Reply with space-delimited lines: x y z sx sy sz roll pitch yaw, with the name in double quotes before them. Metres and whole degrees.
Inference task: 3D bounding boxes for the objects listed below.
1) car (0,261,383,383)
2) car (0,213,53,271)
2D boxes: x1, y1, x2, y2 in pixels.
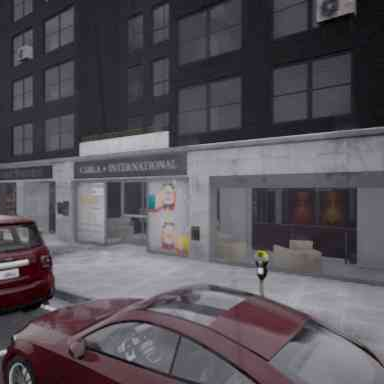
"car" -0.087 1.585 3.136 4.206 1.307 1.802 0 0 35
"car" -4.701 1.328 6.417 5.009 1.841 2.192 0 0 35
